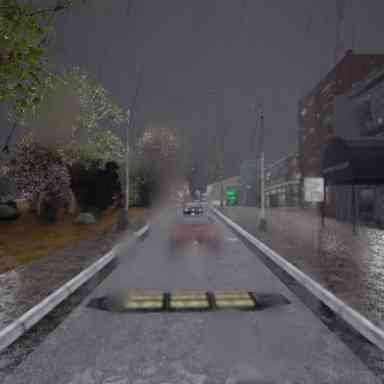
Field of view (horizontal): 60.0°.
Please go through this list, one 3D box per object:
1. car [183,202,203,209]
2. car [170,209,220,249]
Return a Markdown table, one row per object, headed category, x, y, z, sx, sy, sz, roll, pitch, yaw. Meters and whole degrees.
| category | x | y | z | sx | sy | sz | roll | pitch | yaw |
| --- | --- | --- | --- | --- | --- | --- | --- | --- | --- |
| car | 0.093 | 1.637 | 31.801 | 1.895 | 1.301 | 4.718 | 0 | 0 | 0 |
| car | 0.100 | 1.618 | 14.495 | 1.895 | 1.301 | 4.718 | 0 | 0 | 0 |
